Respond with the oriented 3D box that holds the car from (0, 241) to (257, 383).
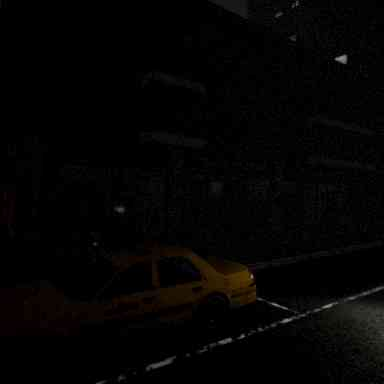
[{"bbox_3d":[-1.077,1.527,5.304,4.829,1.417,1.752,0,2,-35],"label":"car"}]
